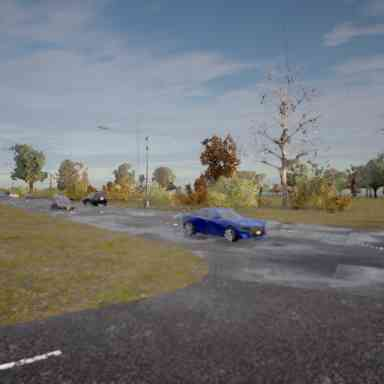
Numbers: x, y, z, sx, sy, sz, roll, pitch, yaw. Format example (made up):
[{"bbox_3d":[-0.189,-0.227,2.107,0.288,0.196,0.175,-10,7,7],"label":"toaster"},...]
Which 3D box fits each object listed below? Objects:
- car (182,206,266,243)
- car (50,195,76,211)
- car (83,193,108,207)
[{"bbox_3d":[1.465,1.520,16.761,1.882,1.535,5.008,0,0,-37],"label":"car"},{"bbox_3d":[-15.307,1.462,39.189,2.033,1.411,5.357,0,0,-36],"label":"car"},{"bbox_3d":[-14.527,1.134,49.788,2.150,2.045,5.566,0,0,-37],"label":"car"}]
